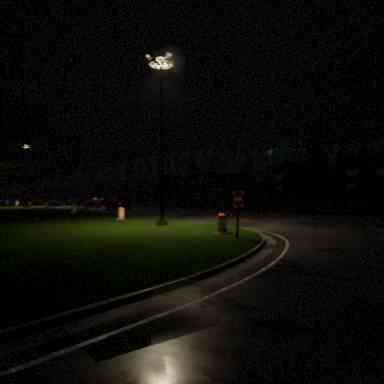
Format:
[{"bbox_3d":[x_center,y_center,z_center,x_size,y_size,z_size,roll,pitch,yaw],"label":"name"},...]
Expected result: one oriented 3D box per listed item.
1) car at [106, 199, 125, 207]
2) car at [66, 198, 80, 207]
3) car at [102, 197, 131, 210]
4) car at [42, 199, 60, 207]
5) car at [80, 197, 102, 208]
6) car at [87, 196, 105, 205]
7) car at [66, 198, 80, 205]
[{"bbox_3d":[-15.910,2.170,68.988,1.882,1.535,5.008,0,-1,-37],"label":"car"},{"bbox_3d":[-24.503,2.310,68.811,1.994,1.385,4.181,0,-1,-37],"label":"car"},{"bbox_3d":[-11.480,1.738,51.495,2.150,2.045,5.566,0,0,-37],"label":"car"},{"bbox_3d":[-28.883,2.331,68.835,2.033,1.411,5.357,0,-1,-37],"label":"car"},{"bbox_3d":[-18.222,2.118,60.490,1.882,1.535,5.008,0,-1,-37],"label":"car"},{"bbox_3d":[-22.604,2.043,77.987,2.150,2.045,5.566,0,-1,-37],"label":"car"},{"bbox_3d":[-28.786,2.241,80.433,2.097,1.767,4.553,0,-1,-37],"label":"car"}]
